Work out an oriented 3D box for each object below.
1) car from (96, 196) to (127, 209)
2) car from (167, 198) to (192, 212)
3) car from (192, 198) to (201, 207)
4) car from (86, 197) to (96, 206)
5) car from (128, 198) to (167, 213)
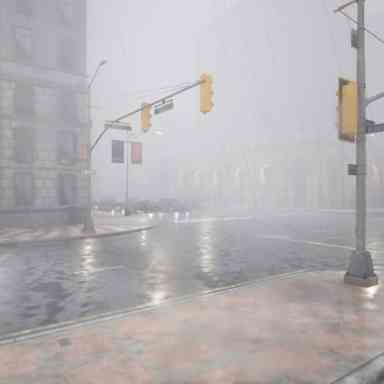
[{"bbox_3d":[-10.962,1.601,45.318,1.895,1.301,4.718,0,0,-35],"label":"car"},{"bbox_3d":[-2.455,1.505,39.465,1.837,1.490,4.892,0,0,-36],"label":"car"},{"bbox_3d":[-0.738,1.601,49.406,1.895,1.301,4.718,0,0,-36],"label":"car"},{"bbox_3d":[-16.976,1.547,53.857,2.033,1.411,5.357,0,0,-35],"label":"car"},{"bbox_3d":[-5.013,1.564,37.030,1.994,1.385,4.181,0,0,-36],"label":"car"}]
